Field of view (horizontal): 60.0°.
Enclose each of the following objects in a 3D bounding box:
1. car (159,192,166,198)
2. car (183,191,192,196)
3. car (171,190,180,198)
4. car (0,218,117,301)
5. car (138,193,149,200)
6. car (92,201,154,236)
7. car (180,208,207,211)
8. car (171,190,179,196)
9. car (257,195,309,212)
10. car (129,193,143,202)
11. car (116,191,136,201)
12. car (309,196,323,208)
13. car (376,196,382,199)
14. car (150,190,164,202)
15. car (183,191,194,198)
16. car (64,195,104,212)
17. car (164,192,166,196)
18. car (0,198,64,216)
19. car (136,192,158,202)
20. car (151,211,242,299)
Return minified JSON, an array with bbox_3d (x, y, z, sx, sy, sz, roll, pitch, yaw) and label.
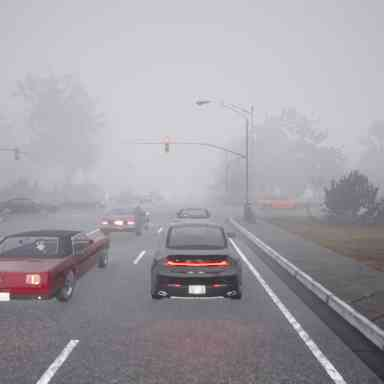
[{"bbox_3d":[-7.830,0.699,88.099,1.812,1.442,4.674,0,1,-4],"label":"car"},{"bbox_3d":[-1.402,0.460,95.140,2.033,1.411,5.357,0,1,-7],"label":"car"},{"bbox_3d":[-4.124,0.760,84.726,2.128,1.511,4.902,0,1,-4],"label":"car"},{"bbox_3d":[-3.411,1.570,8.164,1.895,1.301,4.718,0,0,0],"label":"car"},{"bbox_3d":[-10.724,0.987,73.799,1.895,1.301,4.718,0,1,-1],"label":"car"},{"bbox_3d":[-3.442,1.442,17.753,2.033,1.411,5.357,0,0,-1],"label":"car"},{"bbox_3d":[0.084,1.496,17.656,1.895,1.301,4.718,0,0,0],"label":"car"},{"bbox_3d":[-4.882,0.279,94.774,2.097,1.767,4.553,0,1,-7],"label":"car"},{"bbox_3d":[9.187,1.109,34.414,4.553,1.767,2.097,0,0,-3],"label":"car"},{"bbox_3d":[-10.661,0.984,63.713,1.882,1.535,5.008,0,1,0],"label":"car"},{"bbox_3d":[-10.679,0.818,53.826,2.150,2.045,5.566,0,0,0],"label":"car"},{"bbox_3d":[13.675,1.216,38.383,4.902,1.511,2.128,0,0,-3],"label":"car"},{"bbox_3d":[23.759,0.941,38.969,5.566,2.045,2.150,0,0,-3],"label":"car"},{"bbox_3d":[-7.151,0.730,63.481,2.150,2.045,5.566,0,1,-1],"label":"car"},{"bbox_3d":[-0.651,0.779,85.262,1.994,1.385,4.181,0,1,-4],"label":"car"},{"bbox_3d":[-11.494,1.103,35.014,4.553,1.767,2.097,0,0,-24],"label":"car"},{"bbox_3d":[-7.220,0.872,73.671,1.882,1.535,5.008,0,1,-1],"label":"car"},{"bbox_3d":[-14.484,1.274,29.533,5.008,1.535,1.882,0,0,-3],"label":"car"},{"bbox_3d":[-7.180,1.149,53.306,2.033,1.411,5.357,0,0,0],"label":"car"},{"bbox_3d":[0.090,1.473,8.343,1.837,1.490,4.892,0,0,0],"label":"car"}]
